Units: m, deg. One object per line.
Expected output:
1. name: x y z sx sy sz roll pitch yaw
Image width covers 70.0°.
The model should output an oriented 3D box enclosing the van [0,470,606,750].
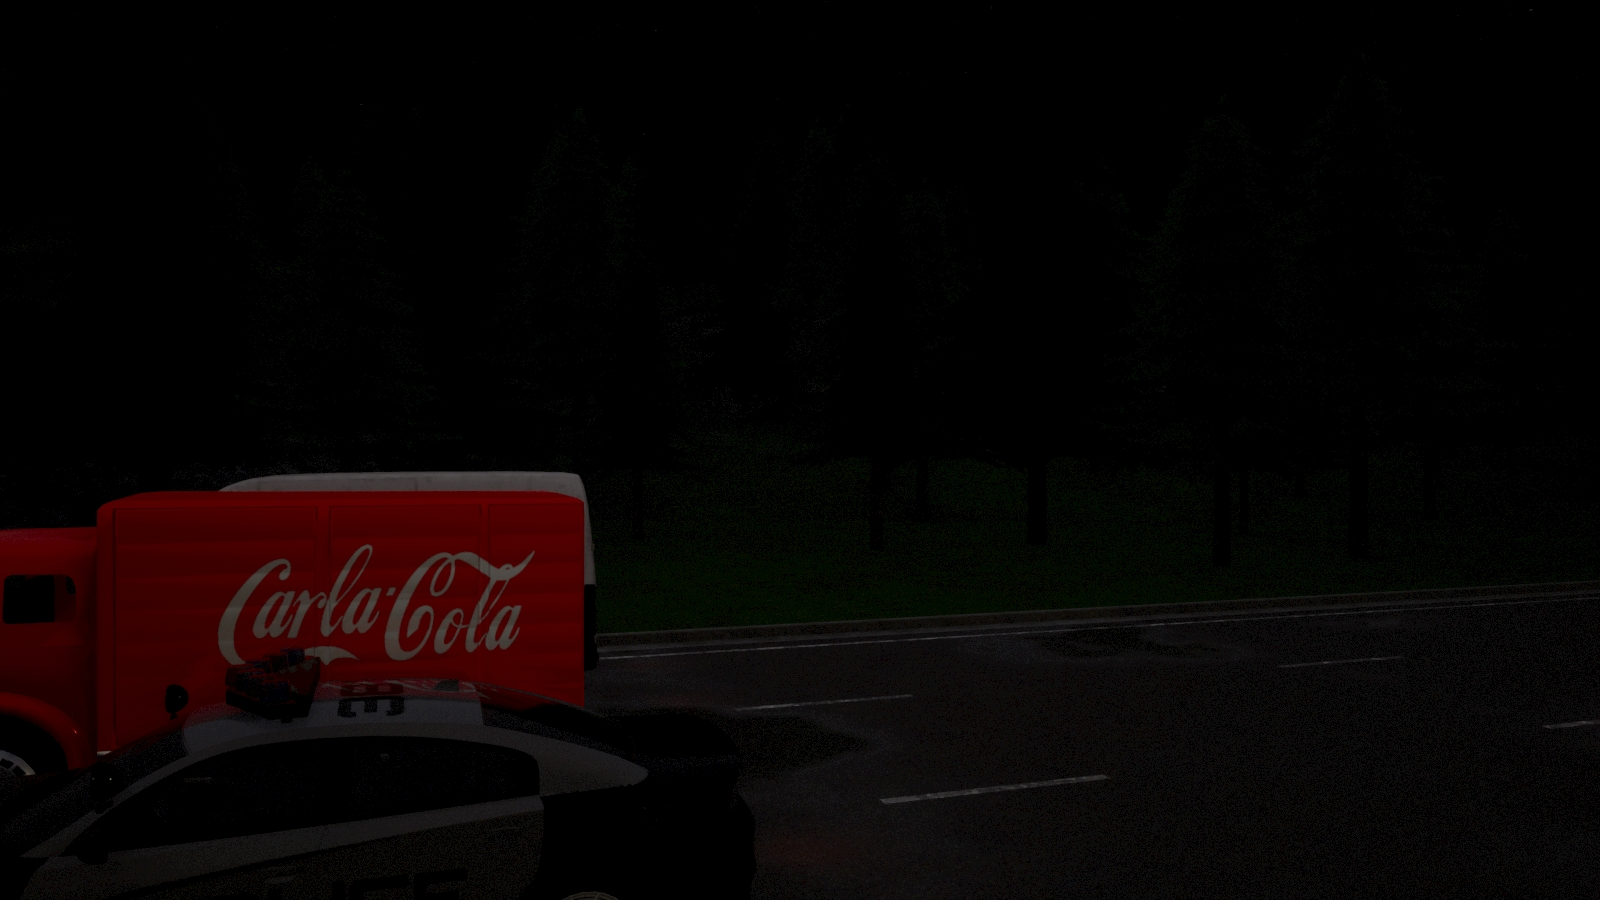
1. van: -5.250 1.534 12.548 5.915 2.561 1.988 0 0 -19

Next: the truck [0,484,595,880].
1. truck: -4.476 1.569 9.125 5.204 2.467 2.627 0 0 -21

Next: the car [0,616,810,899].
1. car: -2.766 1.982 6.136 5.238 1.638 2.097 0 0 -20
